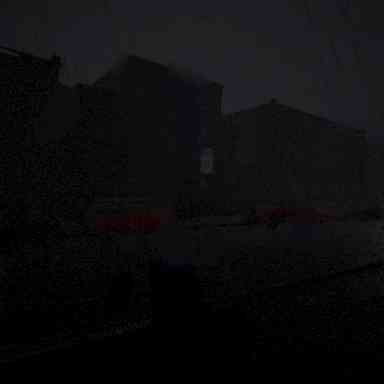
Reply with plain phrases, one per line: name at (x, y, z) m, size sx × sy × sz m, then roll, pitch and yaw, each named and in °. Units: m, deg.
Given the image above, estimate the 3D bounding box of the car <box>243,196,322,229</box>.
car at (6.045, 1.301, 22.868) m, size 5.566 × 2.045 × 2.435 m, roll 0°, pitch 0°, yaw -36°

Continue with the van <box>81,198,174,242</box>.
van at (-3.109, 1.261, 16.306) m, size 4.442 × 1.987 × 1.878 m, roll 0°, pitch 0°, yaw -36°

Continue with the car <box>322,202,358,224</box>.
car at (10.459, 1.584, 26.034) m, size 5.008 × 1.535 × 2.097 m, roll 0°, pitch 0°, yaw -36°

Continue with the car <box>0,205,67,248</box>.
car at (-7.480, 1.330, 13.172) m, size 4.553 × 1.767 × 2.185 m, roll 0°, pitch 0°, yaw -36°

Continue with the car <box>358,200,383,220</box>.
car at (14.950, 1.617, 29.254) m, size 4.892 × 1.521 × 2.231 m, roll 0°, pitch 0°, yaw -36°
